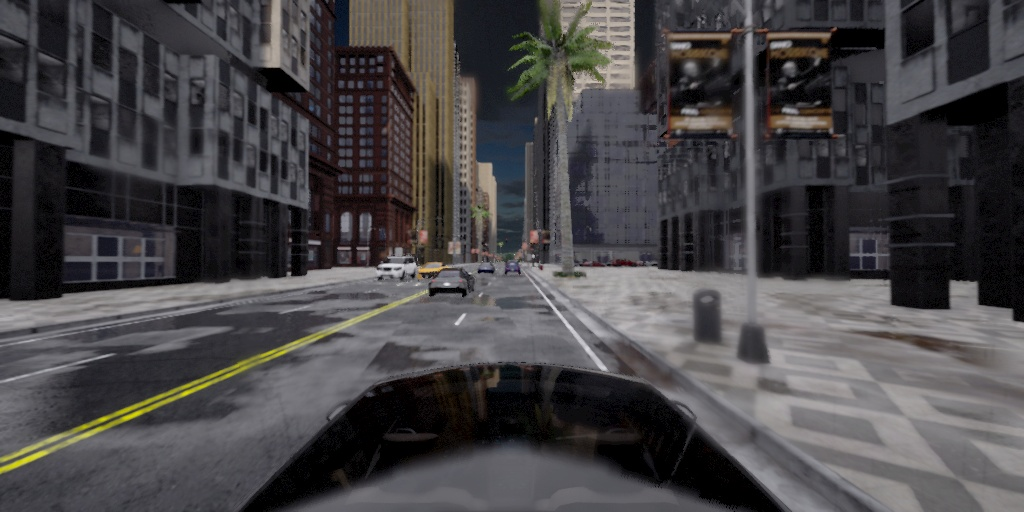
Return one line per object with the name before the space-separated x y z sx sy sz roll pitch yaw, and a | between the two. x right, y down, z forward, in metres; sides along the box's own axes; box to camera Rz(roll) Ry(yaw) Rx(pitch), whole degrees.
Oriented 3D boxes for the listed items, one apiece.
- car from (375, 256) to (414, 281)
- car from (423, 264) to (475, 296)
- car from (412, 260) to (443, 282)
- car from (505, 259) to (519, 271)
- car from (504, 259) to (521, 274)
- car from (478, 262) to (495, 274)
car | -9.856 1.031 31.040 2.150 2.045 5.566 0 0 0
car | -3.156 1.338 19.392 1.994 1.385 4.181 0 0 0
car | -6.606 1.283 30.358 1.882 1.535 5.008 0 0 0
car | -0.016 1.303 54.081 2.097 1.767 4.553 0 -1 0
car | 0.091 1.391 42.660 1.812 1.442 4.674 0 0 0
car | -3.163 1.444 44.672 1.994 1.385 4.181 0 0 0
